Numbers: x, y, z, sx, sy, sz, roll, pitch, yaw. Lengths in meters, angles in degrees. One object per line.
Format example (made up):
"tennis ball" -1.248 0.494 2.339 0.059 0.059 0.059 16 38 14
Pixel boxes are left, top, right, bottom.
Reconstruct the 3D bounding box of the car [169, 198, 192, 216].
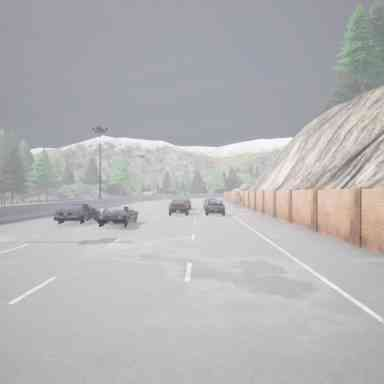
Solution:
"car" -1.263 1.505 33.024 1.837 1.490 4.892 0 0 1

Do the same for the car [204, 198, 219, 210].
"car" 2.446 1.526 43.277 1.812 1.442 4.674 0 0 1

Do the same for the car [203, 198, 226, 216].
"car" 2.234 1.491 32.831 2.128 1.511 4.902 0 0 1

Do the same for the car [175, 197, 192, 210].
"car" -1.050 1.478 43.468 1.882 1.535 5.008 0 0 1

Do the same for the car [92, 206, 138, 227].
"car" -4.973 1.601 22.786 1.895 1.301 4.718 0 0 1

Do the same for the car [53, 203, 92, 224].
"car" -8.427 1.548 24.837 2.033 1.411 5.357 0 0 1
